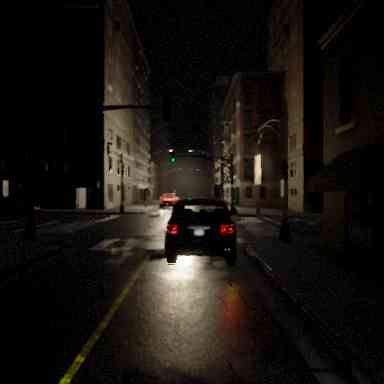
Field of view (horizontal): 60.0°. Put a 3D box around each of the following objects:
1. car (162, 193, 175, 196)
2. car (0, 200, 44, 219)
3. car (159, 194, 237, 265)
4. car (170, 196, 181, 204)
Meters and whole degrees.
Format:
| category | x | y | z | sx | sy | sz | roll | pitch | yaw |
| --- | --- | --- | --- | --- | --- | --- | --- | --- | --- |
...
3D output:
| category | x | y | z | sx | sy | sz | roll | pitch | yaw |
| --- | --- | --- | --- | --- | --- | --- | --- | --- | --- |
| car | -3.089 | 1.189 | 44.460 | 2.150 | 2.045 | 5.566 | 0 | 0 | 0 |
| car | -14.694 | 1.323 | 26.243 | 5.357 | 1.411 | 2.033 | 1 | 0 | -5 |
| car | 0.419 | 1.214 | 11.876 | 2.150 | 2.045 | 5.566 | 0 | 0 | 5 |
| car | -3.005 | 1.454 | 61.431 | 1.837 | 1.490 | 4.892 | 0 | 0 | 1 |
